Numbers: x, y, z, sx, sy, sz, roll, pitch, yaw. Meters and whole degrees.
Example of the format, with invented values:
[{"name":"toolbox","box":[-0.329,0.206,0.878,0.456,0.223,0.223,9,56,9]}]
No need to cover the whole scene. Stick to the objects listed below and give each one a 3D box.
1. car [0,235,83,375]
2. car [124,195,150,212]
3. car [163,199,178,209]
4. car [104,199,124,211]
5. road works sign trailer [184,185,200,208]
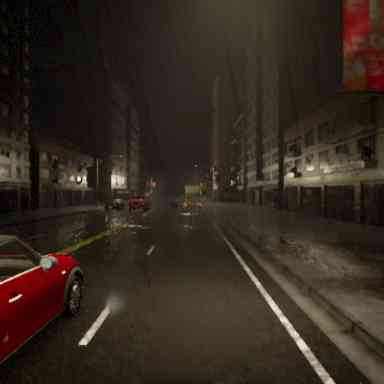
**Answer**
[{"name":"car","box":[-3.146,1.369,4.608,2.097,1.767,4.553,0,0,0]},{"name":"car","box":[-6.565,1.374,41.785,2.150,2.045,5.566,0,0,0]},{"name":"car","box":[-3.124,1.740,48.354,1.994,1.385,4.181,0,0,0]},{"name":"car","box":[-9.810,1.646,42.478,2.128,1.511,4.902,0,0,0]},{"name":"road works sign trailer","box":[0.027,0.649,50.898,2.380,3.560,2.880,0,0,0]}]
